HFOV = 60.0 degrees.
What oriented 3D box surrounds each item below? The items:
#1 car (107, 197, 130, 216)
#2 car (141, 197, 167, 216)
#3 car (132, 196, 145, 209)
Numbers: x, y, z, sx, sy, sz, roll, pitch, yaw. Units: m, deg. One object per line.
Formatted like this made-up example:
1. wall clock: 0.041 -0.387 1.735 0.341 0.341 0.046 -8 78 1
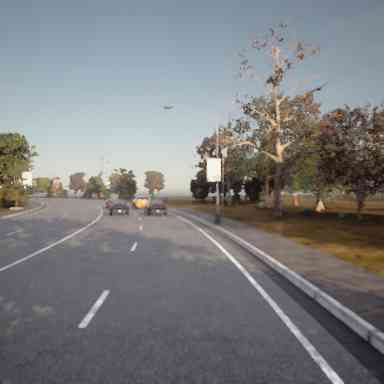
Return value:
1. car: -7.326 1.525 33.515 1.837 1.490 4.892 0 0 -13
2. car: -3.686 1.517 33.288 1.837 1.490 4.892 0 0 -13
3. car: -6.990 1.371 45.655 2.097 1.767 4.553 0 0 -17
